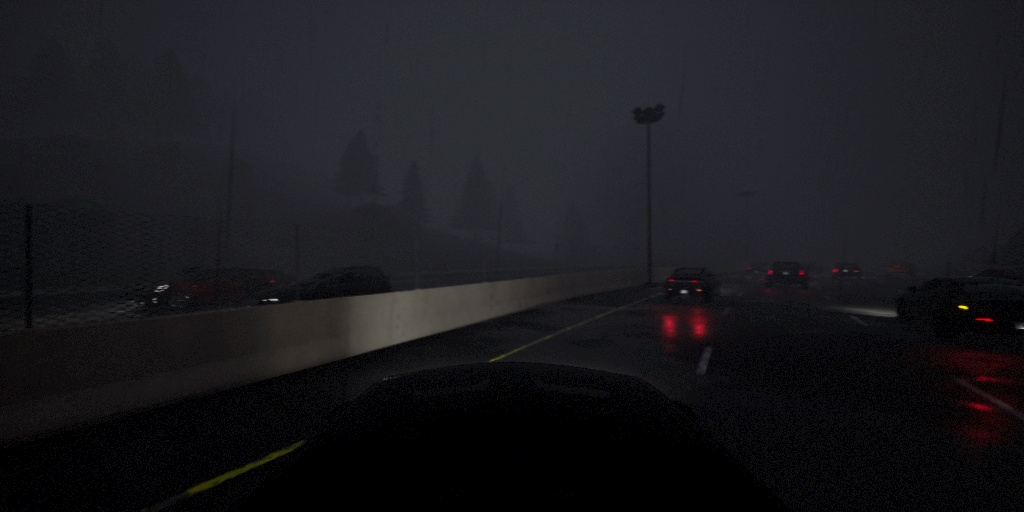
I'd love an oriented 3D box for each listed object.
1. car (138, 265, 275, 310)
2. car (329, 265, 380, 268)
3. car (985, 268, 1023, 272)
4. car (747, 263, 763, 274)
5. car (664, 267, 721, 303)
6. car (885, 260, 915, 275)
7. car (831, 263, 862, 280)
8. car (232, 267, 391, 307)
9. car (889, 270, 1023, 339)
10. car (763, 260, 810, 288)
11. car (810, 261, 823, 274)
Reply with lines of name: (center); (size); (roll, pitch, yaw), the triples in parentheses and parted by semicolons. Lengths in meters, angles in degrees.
car: (-13.339, 1.280, 15.987); (2.097, 1.767, 4.553); (-1, 0, 32)
car: (-8.254, 1.255, 17.445); (2.097, 1.767, 4.553); (-1, 0, 33)
car: (19.181, 1.173, 13.636); (1.882, 1.535, 5.008); (-1, -1, 38)
car: (27.809, 1.403, 40.035); (1.895, 1.301, 4.718); (-1, -1, 45)
car: (8.615, 1.279, 16.992); (2.128, 1.511, 4.902); (-1, 0, 36)
car: (39.562, 1.179, 36.554); (5.008, 1.535, 1.882); (0, -1, -44)
car: (29.391, 1.286, 31.532); (2.033, 1.411, 5.357); (-1, -1, 43)
car: (-6.839, 1.359, 13.196); (2.128, 1.511, 4.902); (-1, 0, 33)
car: (11.718, 1.243, 9.166); (1.812, 1.442, 4.674); (-1, 0, 34)
car: (18.559, 1.116, 24.146); (2.097, 1.767, 4.553); (-1, 0, 40)
car: (34.439, 1.292, 41.388); (4.674, 1.442, 1.812); (0, -1, -44)
